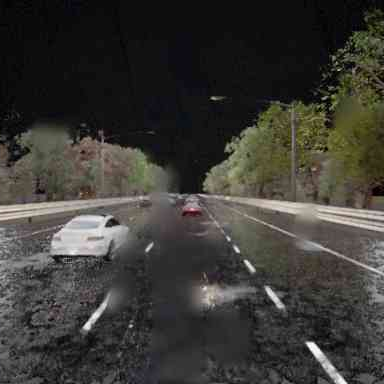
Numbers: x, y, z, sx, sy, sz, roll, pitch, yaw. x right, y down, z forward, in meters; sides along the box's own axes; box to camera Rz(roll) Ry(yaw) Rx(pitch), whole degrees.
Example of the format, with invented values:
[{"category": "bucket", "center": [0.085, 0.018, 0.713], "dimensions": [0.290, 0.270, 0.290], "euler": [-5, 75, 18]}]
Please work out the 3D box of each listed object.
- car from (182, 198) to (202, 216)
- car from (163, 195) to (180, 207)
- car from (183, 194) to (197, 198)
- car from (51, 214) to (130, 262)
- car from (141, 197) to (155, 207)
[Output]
[{"category": "car", "center": [0.033, 1.601, 33.575], "dimensions": [1.994, 1.385, 4.181], "euler": [0, 0, 0]}, {"category": "car", "center": [-3.448, 1.630, 52.539], "dimensions": [1.994, 1.385, 4.181], "euler": [0, 0, 0]}, {"category": "car", "center": [0.051, 1.415, 52.408], "dimensions": [2.097, 1.767, 4.553], "euler": [0, 0, 0]}, {"category": "car", "center": [-3.491, 1.538, 12.056], "dimensions": [1.812, 1.442, 4.674], "euler": [0, 0, 0]}, {"category": "car", "center": [-6.950, 1.574, 52.608], "dimensions": [1.837, 1.490, 4.892], "euler": [0, 0, 0]}]
